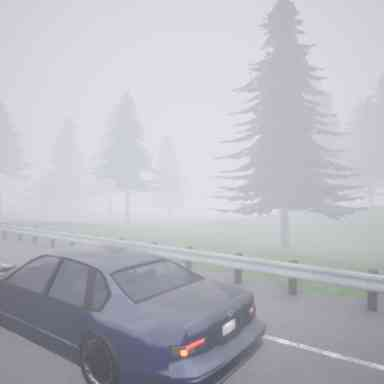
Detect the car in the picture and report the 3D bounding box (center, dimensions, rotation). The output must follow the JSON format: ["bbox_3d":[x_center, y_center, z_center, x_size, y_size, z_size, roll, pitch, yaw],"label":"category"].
[{"bbox_3d":[-1.602,1.569,5.221,5.357,1.411,2.033,0,0,37],"label":"car"}]
